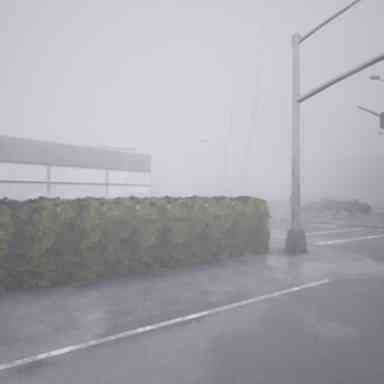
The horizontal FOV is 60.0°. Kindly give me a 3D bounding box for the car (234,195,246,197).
[{"bbox_3d":[7.764,1.431,57.712,4.514,1.523,2.007,0,0,-35],"label":"car"}]

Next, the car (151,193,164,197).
[{"bbox_3d":[-7.169,1.191,66.434,3.866,1.878,1.905,0,0,-35],"label":"car"}]

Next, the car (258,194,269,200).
[{"bbox_3d":[17.158,1.344,75.768,5.027,1.636,2.152,0,0,-35],"label":"car"}]

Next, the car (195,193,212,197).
[{"bbox_3d":[1.152,1.235,68.294,4.605,1.855,1.932,0,0,-35],"label":"car"}]

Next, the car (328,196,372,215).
[{"bbox_3d":[15.927,1.443,32.895,4.514,1.523,2.007,0,0,-35],"label":"car"}]

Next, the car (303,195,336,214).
[{"bbox_3d":[14.073,1.434,35.426,5.027,1.636,2.152,0,0,-35],"label":"car"}]

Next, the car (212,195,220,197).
[{"bbox_3d":[5.318,1.468,79.741,4.514,1.523,2.007,0,0,-35],"label":"car"}]

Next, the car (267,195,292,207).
[{"bbox_3d":[13.499,1.450,49.529,3.633,1.501,1.845,0,0,-35],"label":"car"}]
